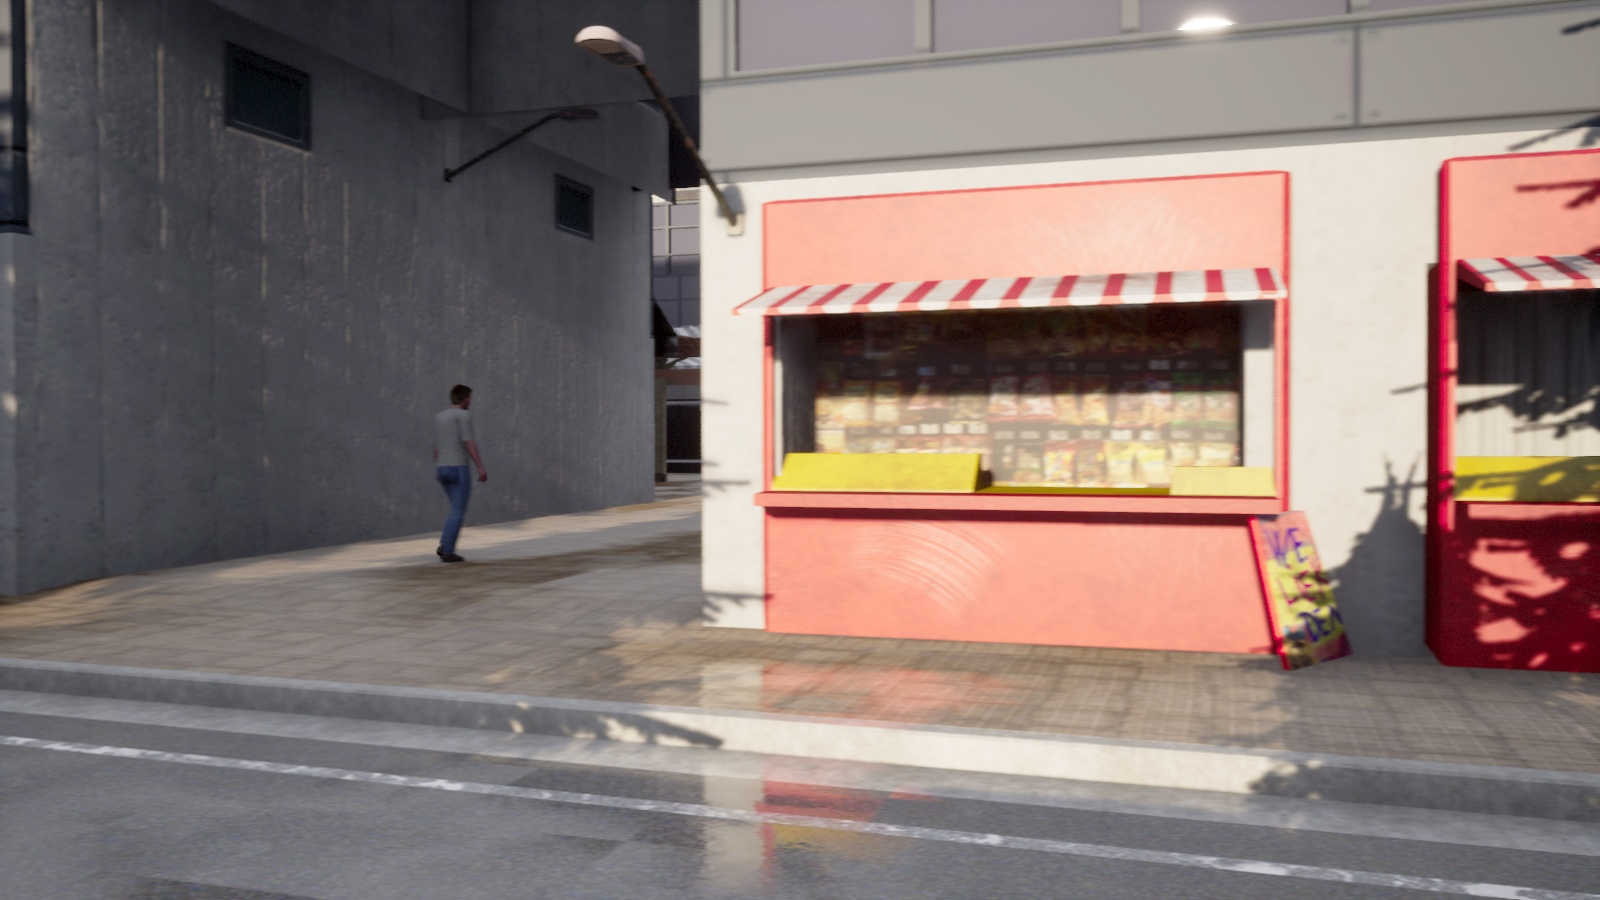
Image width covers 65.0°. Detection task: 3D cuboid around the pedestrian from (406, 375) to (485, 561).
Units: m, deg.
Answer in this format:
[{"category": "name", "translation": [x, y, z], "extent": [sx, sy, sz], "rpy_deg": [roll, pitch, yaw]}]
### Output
[{"category": "pedestrian", "translation": [-3.592, 0.170, 12.749], "extent": [0.354, 1.836, 0.706], "rpy_deg": [1, 1, 34]}]
